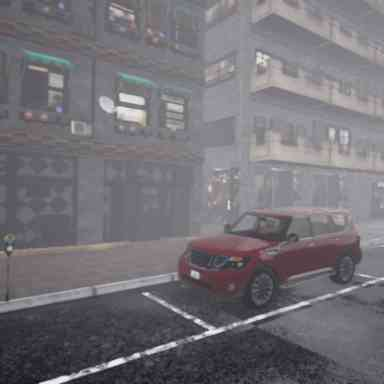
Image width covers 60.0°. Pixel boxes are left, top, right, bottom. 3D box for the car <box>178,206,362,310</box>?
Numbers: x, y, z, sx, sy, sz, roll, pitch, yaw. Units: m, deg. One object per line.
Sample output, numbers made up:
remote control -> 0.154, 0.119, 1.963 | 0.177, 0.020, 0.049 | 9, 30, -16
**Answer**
car -> 2.118, 1.318, 8.049 | 5.009, 1.841, 2.192 | 0, 1, -35
